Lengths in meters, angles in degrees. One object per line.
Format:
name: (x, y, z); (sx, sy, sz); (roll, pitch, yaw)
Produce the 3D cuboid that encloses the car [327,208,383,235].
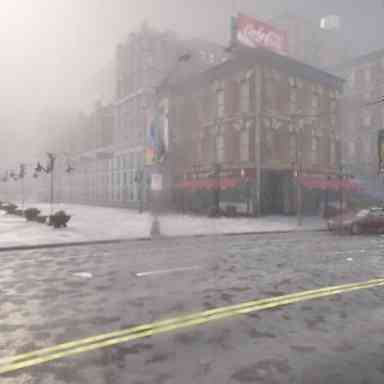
car: (10.162, 1.637, 19.297); (4.674, 1.452, 2.002); (0, 0, -17)
